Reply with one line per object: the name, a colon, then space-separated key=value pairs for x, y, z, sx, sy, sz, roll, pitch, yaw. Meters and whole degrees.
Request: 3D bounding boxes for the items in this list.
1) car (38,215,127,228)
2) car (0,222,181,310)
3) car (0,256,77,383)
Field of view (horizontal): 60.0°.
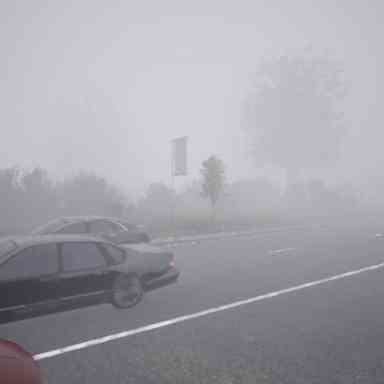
car: x=-3.611 y=1.508 z=10.033 sx=4.892 sy=1.490 sz=1.837 roll=0 pitch=0 yaw=-36
car: x=-2.816 y=1.550 z=6.293 sx=5.357 sy=1.411 sz=2.033 roll=0 pitch=0 yaw=-36
car: x=-3.323 y=1.478 z=1.394 sx=5.008 sy=1.535 sz=1.882 roll=0 pitch=0 yaw=-35
